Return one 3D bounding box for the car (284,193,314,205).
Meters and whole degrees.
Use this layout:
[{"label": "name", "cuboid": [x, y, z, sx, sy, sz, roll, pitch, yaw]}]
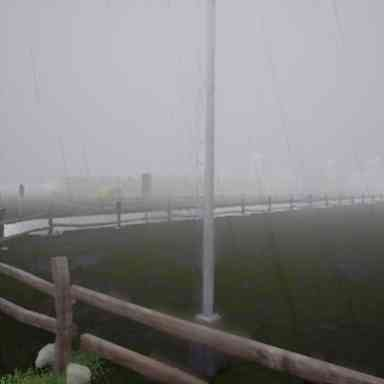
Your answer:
[{"label": "car", "cuboid": [13.906, 0.837, 42.867, 5.357, 1.411, 2.033, -1, 2, -44]}]
